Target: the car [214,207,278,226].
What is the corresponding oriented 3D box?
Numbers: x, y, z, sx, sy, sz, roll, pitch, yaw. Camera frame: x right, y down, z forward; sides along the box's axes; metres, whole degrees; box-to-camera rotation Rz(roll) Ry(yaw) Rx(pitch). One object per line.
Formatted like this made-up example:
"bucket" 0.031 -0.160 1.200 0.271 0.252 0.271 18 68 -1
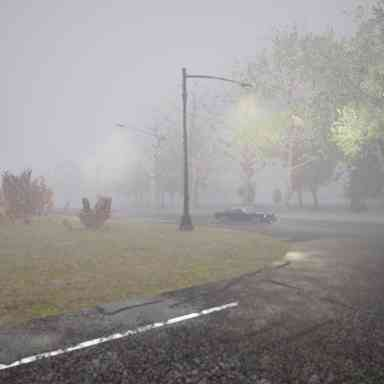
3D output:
"car" 4.023 1.785 25.140 4.718 1.301 1.895 -1 0 45
